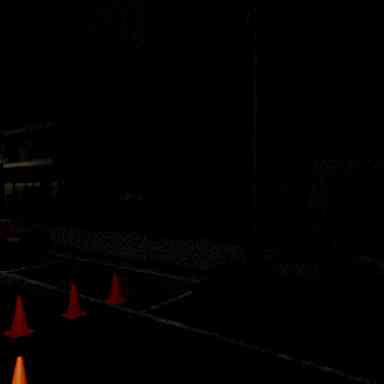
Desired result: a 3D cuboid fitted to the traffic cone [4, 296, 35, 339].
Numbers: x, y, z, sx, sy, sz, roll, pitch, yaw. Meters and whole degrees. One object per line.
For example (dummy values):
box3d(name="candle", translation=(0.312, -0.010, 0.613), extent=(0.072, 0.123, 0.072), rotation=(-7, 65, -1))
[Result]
box3d(name="traffic cone", translation=(-2.790, 1.984, 5.383), extent=(0.340, 0.580, 0.340), rotation=(0, 0, 36))

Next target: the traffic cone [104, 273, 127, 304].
box3d(name="traffic cone", translation=(-1.615, 1.998, 7.002), extent=(0.340, 0.580, 0.340), rotation=(0, 0, 36))

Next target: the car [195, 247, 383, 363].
box3d(name="car", translation=(2.025, 1.627, 5.759), extent=(4.206, 1.307, 1.802), rotation=(0, 0, 36))

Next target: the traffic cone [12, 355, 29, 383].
box3d(name="traffic cone", translation=(-1.759, 1.974, 3.399), extent=(0.340, 0.580, 0.340), rotation=(0, 0, 36))

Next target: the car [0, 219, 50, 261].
box3d(name="car", translation=(-6.877, 1.643, 12.225), extent=(4.206, 1.307, 1.802), rotation=(0, 0, 36))

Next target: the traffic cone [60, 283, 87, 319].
box3d(name="traffic cone", translation=(-2.203, 1.991, 6.192), extent=(0.340, 0.580, 0.340), rotation=(0, 0, 36))
